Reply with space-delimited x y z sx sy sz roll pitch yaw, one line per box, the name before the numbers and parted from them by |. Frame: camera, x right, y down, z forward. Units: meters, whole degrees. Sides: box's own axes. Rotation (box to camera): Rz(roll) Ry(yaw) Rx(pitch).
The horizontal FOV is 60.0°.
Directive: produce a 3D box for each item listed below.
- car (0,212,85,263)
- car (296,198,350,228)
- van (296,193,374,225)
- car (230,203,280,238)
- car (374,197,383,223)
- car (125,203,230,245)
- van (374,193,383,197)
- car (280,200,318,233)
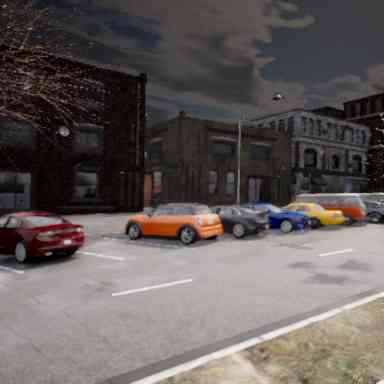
car | -5.921 1.450 11.815 5.008 1.535 2.097 -1 0 35
car | 6.403 1.350 20.423 5.366 1.575 1.946 -1 0 36
van | 9.161 1.102 21.918 4.442 1.987 1.878 -1 -1 36
car | 1.553 1.392 16.948 4.892 1.521 2.231 -1 0 36
car | 11.557 1.339 23.658 4.792 1.488 2.163 -1 0 37
car | -0.938 1.285 15.241 4.553 1.767 2.185 -1 0 35
van | 14.191 1.061 25.234 4.442 1.987 1.878 -1 -1 37
car | 4.045 1.370 18.653 5.008 1.535 2.097 -1 -1 36
